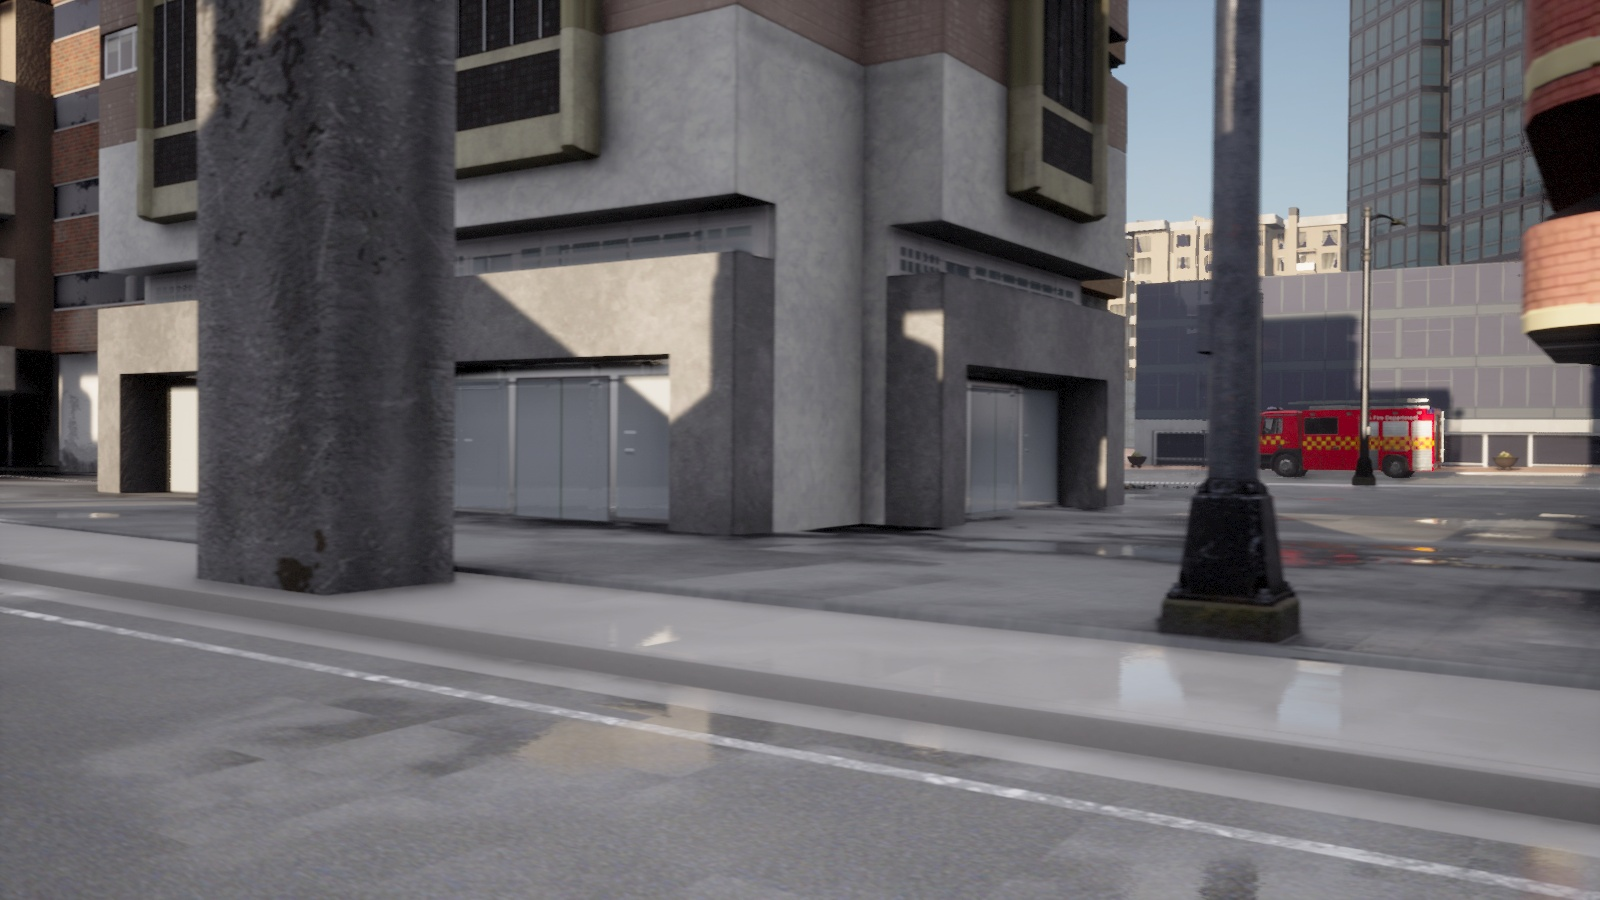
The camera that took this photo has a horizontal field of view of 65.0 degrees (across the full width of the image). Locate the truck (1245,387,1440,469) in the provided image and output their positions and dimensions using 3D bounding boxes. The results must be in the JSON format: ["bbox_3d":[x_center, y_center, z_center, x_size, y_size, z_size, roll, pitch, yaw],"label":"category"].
[{"bbox_3d":[26.944,-1.023,62.537,8.468,3.827,2.891,-1,0,33],"label":"truck"}]
